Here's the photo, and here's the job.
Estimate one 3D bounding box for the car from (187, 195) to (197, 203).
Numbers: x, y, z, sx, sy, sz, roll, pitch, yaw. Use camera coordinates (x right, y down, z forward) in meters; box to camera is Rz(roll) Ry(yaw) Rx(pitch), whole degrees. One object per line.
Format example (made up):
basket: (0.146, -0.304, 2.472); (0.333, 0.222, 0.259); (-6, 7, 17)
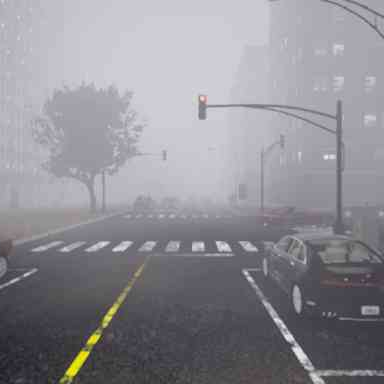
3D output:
car: (0.010, 1.670, 69.353); (1.895, 1.301, 4.718); (0, 0, 0)

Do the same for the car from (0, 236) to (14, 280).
car: (-5.690, 1.547, 7.199); (1.887, 1.381, 4.507); (0, 0, 0)

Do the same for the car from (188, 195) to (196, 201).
car: (0.013, 1.463, 79.330); (1.812, 1.442, 4.674); (0, 0, 0)

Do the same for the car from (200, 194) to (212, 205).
car: (2.700, 1.623, 61.677); (1.947, 1.339, 4.313); (0, 0, 0)

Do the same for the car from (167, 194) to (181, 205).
car: (-3.061, 1.531, 59.577); (1.882, 1.535, 5.008); (0, 0, 0)

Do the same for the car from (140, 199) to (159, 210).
car: (-5.684, 1.601, 45.110); (1.947, 1.339, 4.313); (0, 0, 0)

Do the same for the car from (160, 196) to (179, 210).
car: (-3.089, 1.560, 43.746); (1.812, 1.442, 4.674); (0, 0, 0)

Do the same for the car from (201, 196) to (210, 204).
car: (2.700, 1.591, 67.370); (1.752, 1.417, 4.829); (0, 0, 0)

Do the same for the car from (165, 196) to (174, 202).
car: (-5.678, 1.649, 83.770); (2.008, 1.369, 4.403); (0, 0, 0)

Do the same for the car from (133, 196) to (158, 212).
car: (-5.685, 1.344, 39.587); (2.192, 1.841, 5.009); (0, 0, 0)

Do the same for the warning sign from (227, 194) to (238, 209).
warning sign: (5.076, 1.147, 41.710); (1.300, 1.860, 1.060); (0, 0, 0)

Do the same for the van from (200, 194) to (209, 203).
van: (2.701, 1.417, 72.723); (1.690, 1.788, 3.998); (0, 0, 0)

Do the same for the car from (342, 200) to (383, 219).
car: (13.430, 1.355, 26.602); (4.403, 1.369, 2.008); (-1, 1, -1)

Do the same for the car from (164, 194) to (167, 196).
car: (-5.680, 1.641, 72.725); (1.947, 1.339, 4.313); (0, 0, 0)

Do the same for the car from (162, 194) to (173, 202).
car: (-5.679, 1.401, 78.247); (2.192, 1.841, 5.009); (0, 0, 0)

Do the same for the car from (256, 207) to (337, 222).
car: (6.420, 1.544, 20.437); (4.718, 1.301, 1.895); (-2, 0, -22)

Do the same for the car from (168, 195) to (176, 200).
car: (-5.676, 1.673, 94.816); (2.008, 1.369, 4.403); (0, 0, 0)

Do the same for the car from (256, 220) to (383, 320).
car: (2.691, 1.553, 7.197); (2.008, 1.369, 4.403); (0, 0, 0)
